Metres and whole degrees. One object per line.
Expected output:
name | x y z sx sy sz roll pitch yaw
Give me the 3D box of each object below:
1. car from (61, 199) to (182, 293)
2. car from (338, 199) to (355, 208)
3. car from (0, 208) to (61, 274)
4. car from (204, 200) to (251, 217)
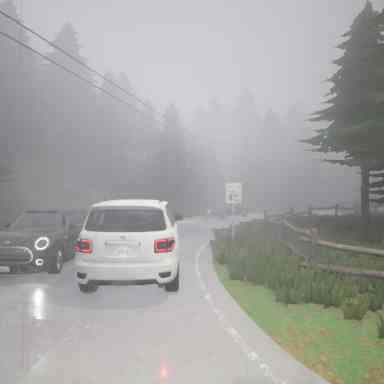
car | -1.435 1.200 9.002 2.150 2.045 5.566 0 0 -3
car | 17.895 1.453 35.982 4.902 1.511 2.128 0 0 -32
car | -4.536 1.320 10.483 2.097 1.767 4.553 0 0 4
car | 3.087 1.433 28.633 4.902 1.511 2.128 0 0 -44
